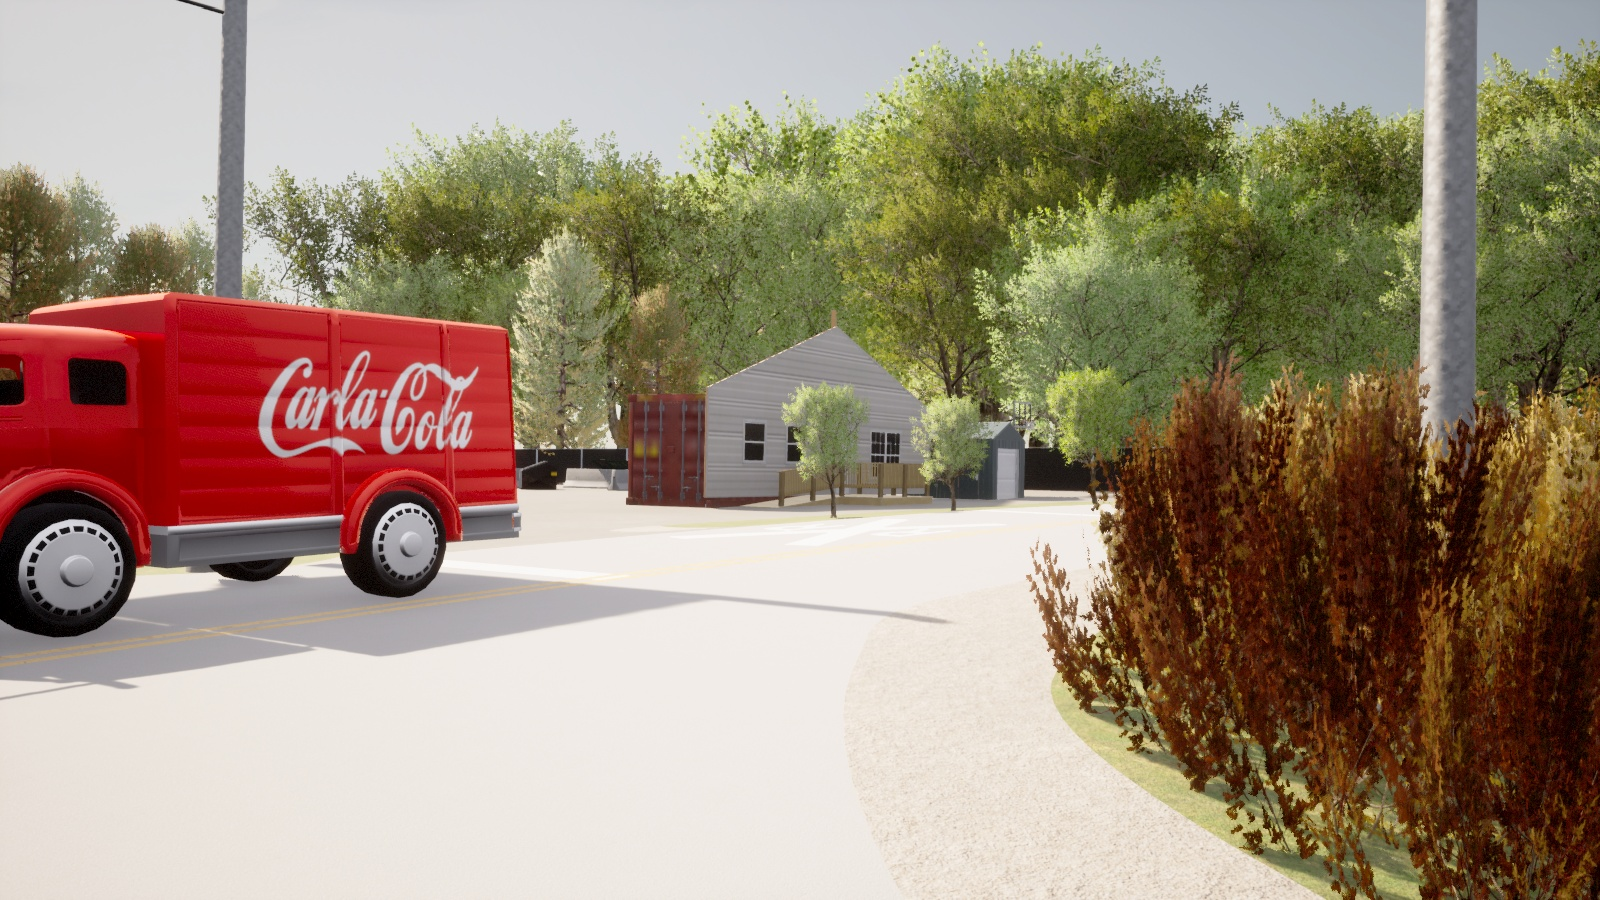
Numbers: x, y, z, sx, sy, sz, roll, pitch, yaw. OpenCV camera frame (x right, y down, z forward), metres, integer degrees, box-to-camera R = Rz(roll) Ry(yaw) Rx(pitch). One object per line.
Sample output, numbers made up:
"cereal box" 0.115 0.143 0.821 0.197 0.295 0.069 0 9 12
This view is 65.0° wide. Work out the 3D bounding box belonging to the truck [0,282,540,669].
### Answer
"truck" -5.027 0.128 10.451 2.627 2.467 5.204 -1 1 34
